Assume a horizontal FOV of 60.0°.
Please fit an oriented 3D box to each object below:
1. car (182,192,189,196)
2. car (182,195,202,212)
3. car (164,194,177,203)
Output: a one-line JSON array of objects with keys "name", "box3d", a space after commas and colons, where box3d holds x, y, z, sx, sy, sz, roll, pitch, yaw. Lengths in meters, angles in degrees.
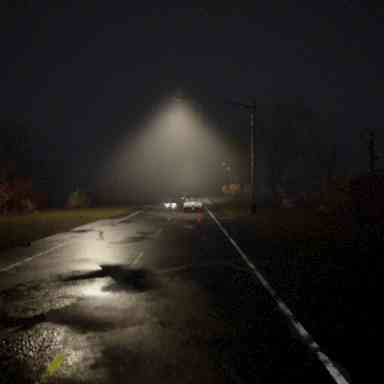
[{"name": "car", "box3d": [0.029, 1.131, 47.165, 2.128, 1.511, 4.902, 0, 0, 0]}, {"name": "car", "box3d": [0.099, 1.334, 34.719, 1.895, 1.301, 4.718, 0, 0, 0]}, {"name": "car", "box3d": [-3.535, 1.063, 56.153, 2.128, 1.511, 4.902, 0, 0, 1]}]
